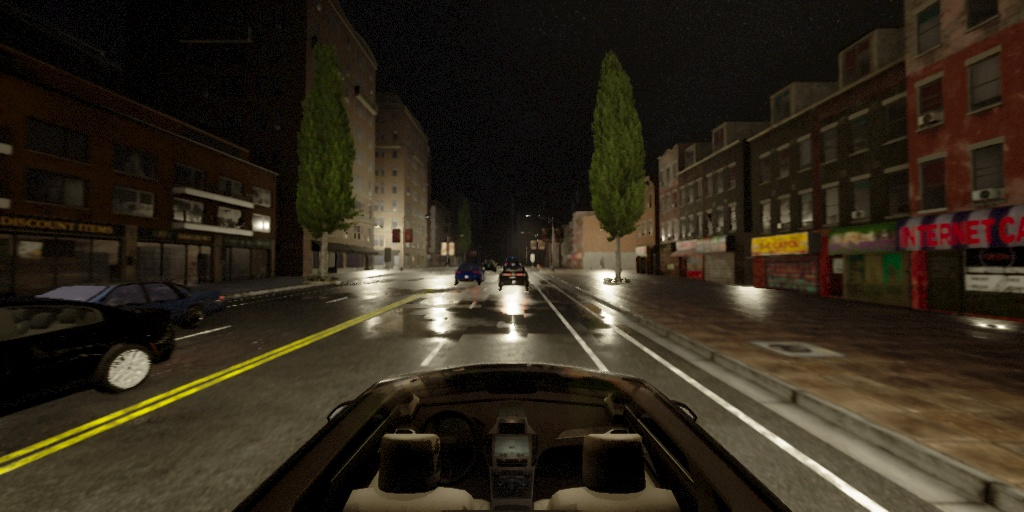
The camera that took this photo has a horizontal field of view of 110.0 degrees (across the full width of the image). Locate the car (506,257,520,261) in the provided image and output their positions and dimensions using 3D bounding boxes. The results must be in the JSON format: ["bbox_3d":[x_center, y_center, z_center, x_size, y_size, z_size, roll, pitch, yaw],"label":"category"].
[{"bbox_3d":[0.118,1.218,47.322,2.150,2.045,5.566,0,-1,0],"label":"car"}]

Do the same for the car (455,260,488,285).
[{"bbox_3d":[-3.139,1.306,27.299,1.882,1.535,5.008,0,0,0],"label":"car"}]

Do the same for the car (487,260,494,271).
[{"bbox_3d":[-3.133,1.386,50.346,2.097,1.767,4.553,0,-1,0],"label":"car"}]

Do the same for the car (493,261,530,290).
[{"bbox_3d":[0.108,1.303,23.086,2.128,1.511,4.902,0,0,0],"label":"car"}]

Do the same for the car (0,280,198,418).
[{"bbox_3d":[-6.571,1.233,3.857,1.882,1.535,5.008,0,0,0],"label":"car"}]

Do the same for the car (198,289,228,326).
[{"bbox_3d":[-9.785,1.317,8.741,2.033,1.411,5.357,0,0,1],"label":"car"}]
